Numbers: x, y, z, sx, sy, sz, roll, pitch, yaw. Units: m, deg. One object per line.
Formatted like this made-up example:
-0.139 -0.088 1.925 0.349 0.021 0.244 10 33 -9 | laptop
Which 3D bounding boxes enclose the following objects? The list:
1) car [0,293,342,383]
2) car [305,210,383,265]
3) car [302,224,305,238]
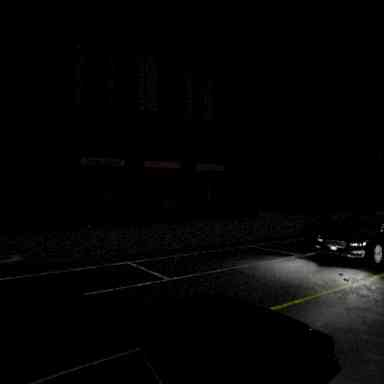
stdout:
-0.857 1.601 2.699 4.718 1.301 1.895 0 0 -35 | car
6.399 1.506 11.806 4.892 1.490 1.837 0 0 -35 | car
6.996 1.547 15.505 4.507 1.381 1.887 0 0 -35 | car
